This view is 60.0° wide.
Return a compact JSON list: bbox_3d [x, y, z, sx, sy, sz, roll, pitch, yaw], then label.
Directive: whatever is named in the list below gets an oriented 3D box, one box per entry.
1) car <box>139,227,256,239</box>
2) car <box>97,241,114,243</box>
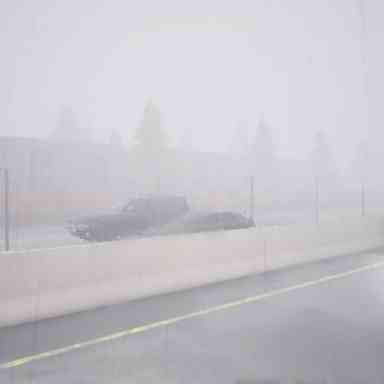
[{"bbox_3d":[0.328,1.463,12.821,4.892,1.490,1.837,0,0,-35],"label":"car"},{"bbox_3d":[-2.520,1.185,15.089,5.566,2.045,2.150,0,0,-35],"label":"car"}]
